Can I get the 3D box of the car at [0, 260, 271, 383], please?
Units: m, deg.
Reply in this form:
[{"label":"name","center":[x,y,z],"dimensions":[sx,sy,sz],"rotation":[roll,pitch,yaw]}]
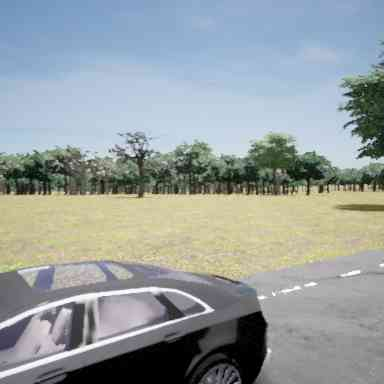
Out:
[{"label":"car","center":[-1.417,1.491,2.982],"dimensions":[4.902,1.511,2.128],"rotation":[0,0,-36]}]
